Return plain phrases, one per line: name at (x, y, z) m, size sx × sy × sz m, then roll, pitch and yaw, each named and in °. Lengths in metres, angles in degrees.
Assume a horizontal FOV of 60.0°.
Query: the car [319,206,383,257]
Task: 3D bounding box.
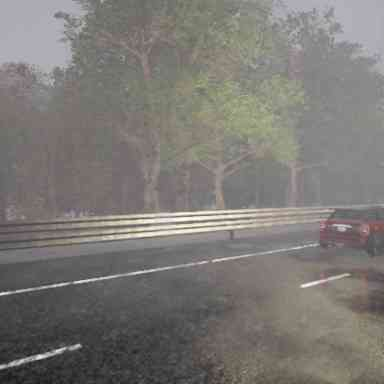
car at (7.099, 1.354, 13.205) m, size 4.553 × 1.767 × 2.097 m, roll 0°, pitch 0°, yaw -36°
